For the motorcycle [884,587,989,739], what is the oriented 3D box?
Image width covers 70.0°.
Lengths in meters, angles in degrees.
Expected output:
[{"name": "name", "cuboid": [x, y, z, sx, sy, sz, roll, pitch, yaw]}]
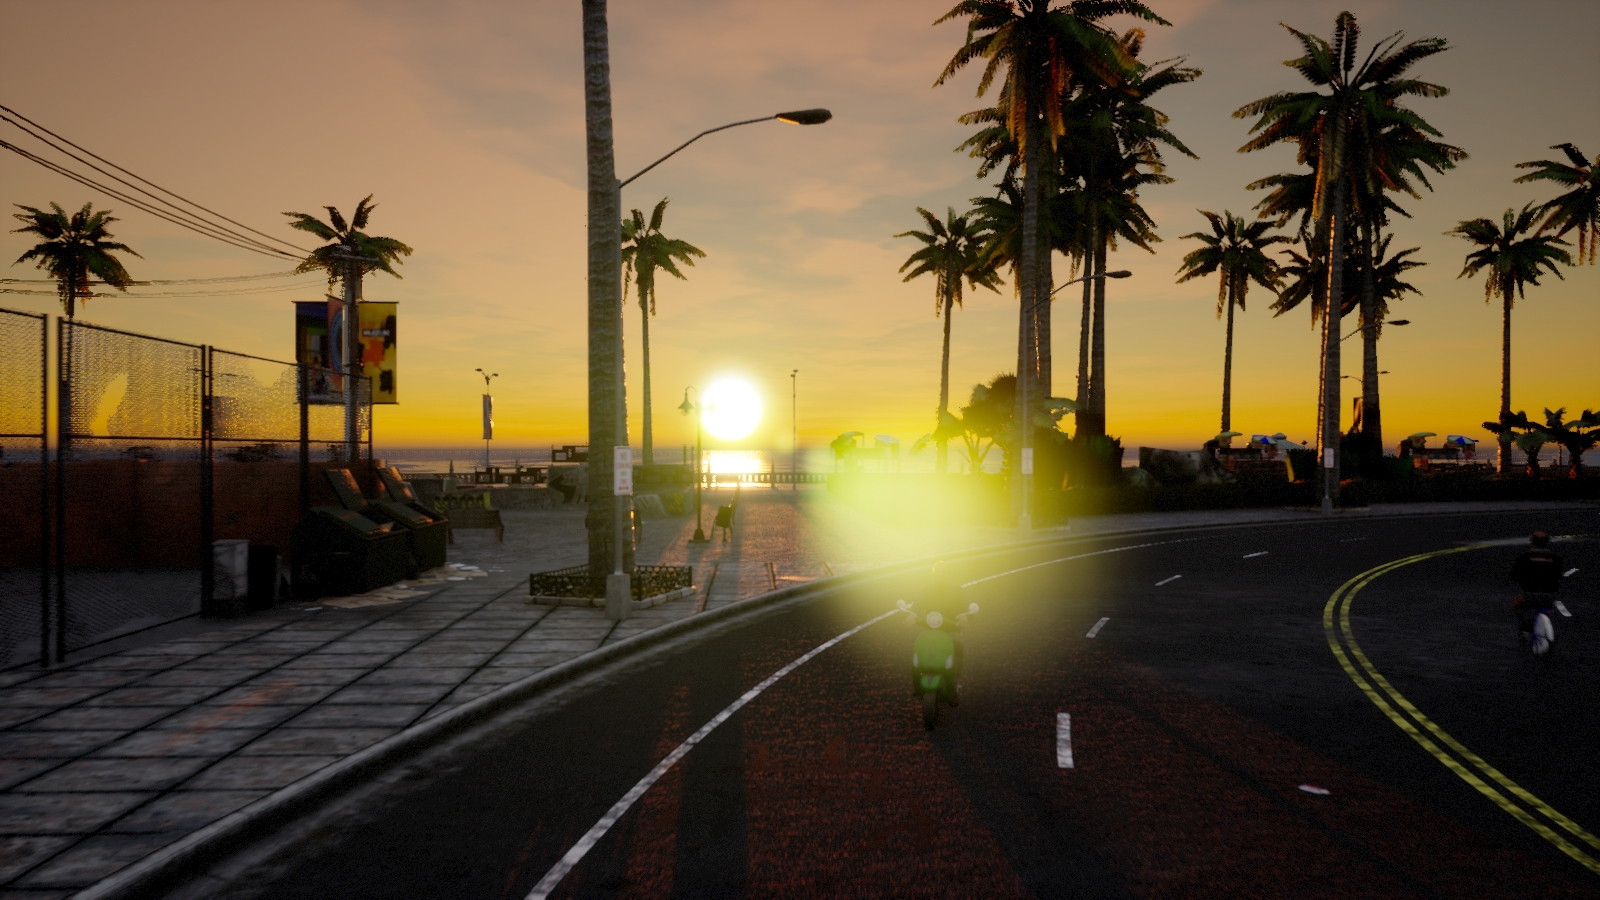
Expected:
[{"name": "motorcycle", "cuboid": [1.479, 2.184, 12.077, 0.856, 1.236, 1.805, 0, 0, 15]}]
